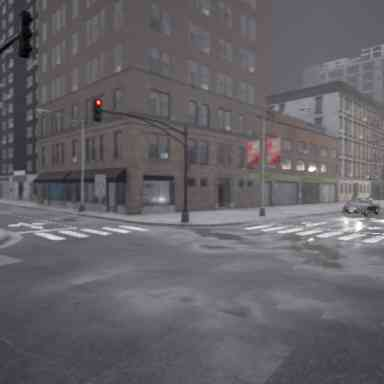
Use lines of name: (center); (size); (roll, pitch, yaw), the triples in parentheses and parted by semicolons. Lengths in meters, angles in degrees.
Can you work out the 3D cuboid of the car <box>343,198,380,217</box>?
car: (14.653, 1.251, 28.648); (4.902, 1.511, 2.128); (0, 1, -45)
